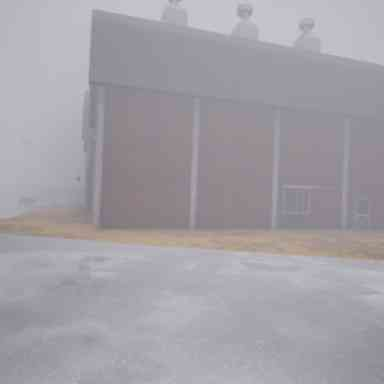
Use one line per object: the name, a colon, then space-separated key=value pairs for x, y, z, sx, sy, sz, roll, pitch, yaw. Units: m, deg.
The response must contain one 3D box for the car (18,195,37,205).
car: x=-25.275 y=1.232 z=51.308 sx=1.837 sy=1.490 sz=4.892 roll=2 pitch=-1 yaw=-13
